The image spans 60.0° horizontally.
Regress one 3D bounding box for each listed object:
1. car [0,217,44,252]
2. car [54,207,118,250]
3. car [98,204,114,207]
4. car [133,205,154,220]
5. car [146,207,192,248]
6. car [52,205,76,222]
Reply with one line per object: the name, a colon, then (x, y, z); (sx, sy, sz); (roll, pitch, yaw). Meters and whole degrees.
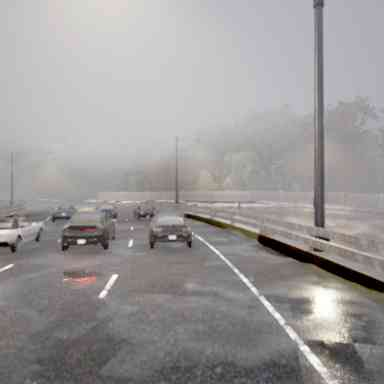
car: (-8.001, 1.738, 14.446); (1.895, 1.301, 4.718); (0, 0, -8)
car: (-4.564, 1.650, 15.110); (1.837, 1.490, 4.892); (0, 0, -8)
car: (-7.871, 1.812, 30.573); (1.812, 1.442, 4.674); (0, 0, -16)
car: (-4.422, 1.892, 31.266); (1.895, 1.301, 4.718); (0, -1, -16)
car: (-1.107, 1.672, 15.650); (1.812, 1.442, 4.674); (0, 0, -8)
car: (-11.222, 1.842, 29.559); (1.994, 1.385, 4.181); (0, 0, -16)
